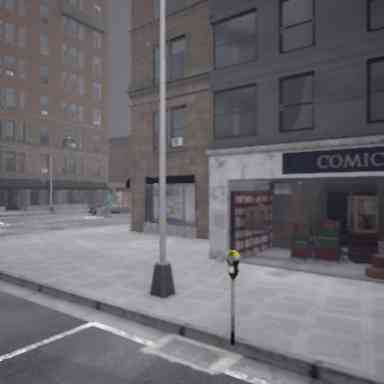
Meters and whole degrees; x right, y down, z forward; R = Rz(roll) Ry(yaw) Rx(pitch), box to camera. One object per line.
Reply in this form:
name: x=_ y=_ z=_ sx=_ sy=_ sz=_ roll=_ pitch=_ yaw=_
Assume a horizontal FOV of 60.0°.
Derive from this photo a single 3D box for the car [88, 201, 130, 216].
car: x=-8.126 y=1.595 z=32.744 sx=1.994 sy=1.385 sz=4.181 roll=0 pitch=0 yaw=37
